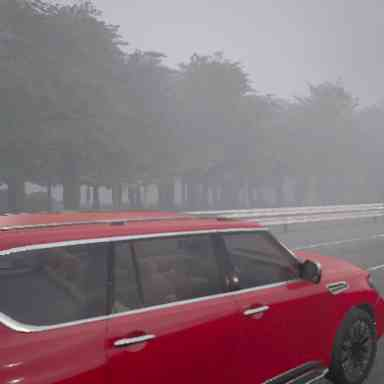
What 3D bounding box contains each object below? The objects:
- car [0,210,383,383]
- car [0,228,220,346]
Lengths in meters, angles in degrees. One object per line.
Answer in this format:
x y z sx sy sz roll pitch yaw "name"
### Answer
-0.137 1.226 3.649 5.566 2.045 2.150 0 0 -35 "car"
-1.847 1.606 6.731 4.718 1.301 1.895 0 0 -35 "car"
